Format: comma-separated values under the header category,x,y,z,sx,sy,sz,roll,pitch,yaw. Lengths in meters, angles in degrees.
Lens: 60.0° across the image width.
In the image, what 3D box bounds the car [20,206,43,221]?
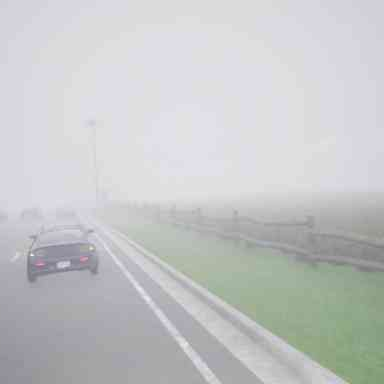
category,x,y,z,sx,sy,sz,roll,pitch,yaw
car,-17.622,2.321,36.550,1.837,1.490,4.892,-3,0,-21

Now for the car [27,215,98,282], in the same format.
category,x,y,z,sx,sy,sz,roll,pitch,yaw
car,-4.081,1.702,10.547,1.812,1.442,4.674,-3,0,-21

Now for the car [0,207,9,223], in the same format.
category,x,y,z,sx,sy,sz,roll,pitch,yaw
car,-20.772,2.361,34.974,2.097,1.767,4.553,-3,0,-21

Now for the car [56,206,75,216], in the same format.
category,x,y,z,sx,sy,sz,roll,pitch,yaw
car,-13.780,2.195,36.281,1.895,1.301,4.718,-3,0,-21
